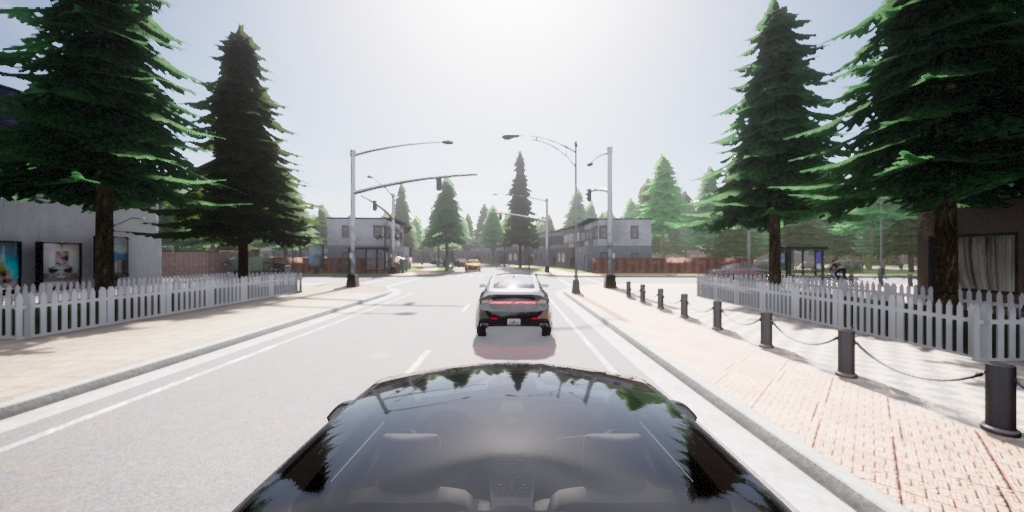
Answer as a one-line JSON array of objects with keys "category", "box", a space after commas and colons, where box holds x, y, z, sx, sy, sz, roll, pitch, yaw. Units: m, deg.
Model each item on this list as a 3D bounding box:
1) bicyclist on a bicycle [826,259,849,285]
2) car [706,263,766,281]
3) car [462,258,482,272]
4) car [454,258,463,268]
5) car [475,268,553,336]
[{"category": "bicyclist on a bicycle", "box": [19.886, 1.014, 21.977, 0.582, 1.620, 1.656, 0, 0, 2]}, {"category": "car", "box": [18.387, 1.269, 29.505, 4.181, 1.385, 1.994, 0, 0, 2]}, {"category": "car", "box": [-4.765, 1.149, 44.023, 1.882, 1.535, 5.008, 0, 0, -5]}, {"category": "car", "box": [-8.439, 1.132, 60.555, 1.882, 1.535, 5.008, 0, 0, -21]}, {"category": "car", "box": [0.056, 1.233, 10.290, 2.128, 1.511, 4.902, 0, 0, 0]}]
